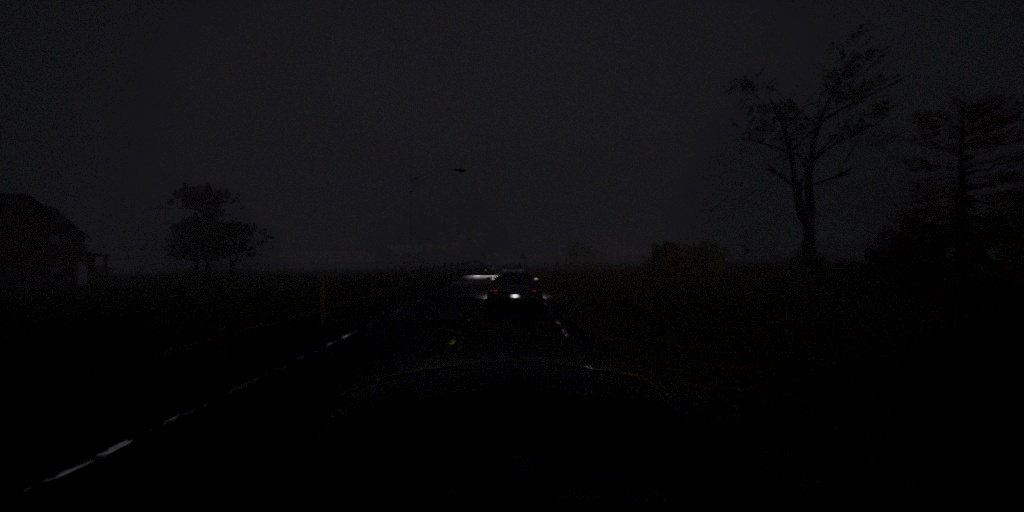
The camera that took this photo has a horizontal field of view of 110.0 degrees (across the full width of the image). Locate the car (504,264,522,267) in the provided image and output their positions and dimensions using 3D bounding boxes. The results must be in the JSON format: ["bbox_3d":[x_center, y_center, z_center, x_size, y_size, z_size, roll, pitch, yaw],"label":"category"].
[{"bbox_3d":[0.105,1.336,32.090,1.895,1.301,4.718,0,0,0],"label":"car"}]

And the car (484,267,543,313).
[{"bbox_3d":[0.101,1.304,13.950,1.994,1.385,4.181,0,0,0],"label":"car"}]

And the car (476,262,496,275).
[{"bbox_3d":[-2.745,1.301,39.007,1.994,1.385,4.181,0,0,0],"label":"car"}]
